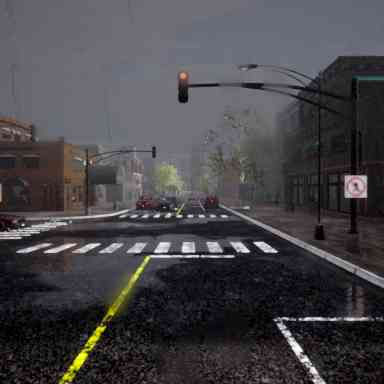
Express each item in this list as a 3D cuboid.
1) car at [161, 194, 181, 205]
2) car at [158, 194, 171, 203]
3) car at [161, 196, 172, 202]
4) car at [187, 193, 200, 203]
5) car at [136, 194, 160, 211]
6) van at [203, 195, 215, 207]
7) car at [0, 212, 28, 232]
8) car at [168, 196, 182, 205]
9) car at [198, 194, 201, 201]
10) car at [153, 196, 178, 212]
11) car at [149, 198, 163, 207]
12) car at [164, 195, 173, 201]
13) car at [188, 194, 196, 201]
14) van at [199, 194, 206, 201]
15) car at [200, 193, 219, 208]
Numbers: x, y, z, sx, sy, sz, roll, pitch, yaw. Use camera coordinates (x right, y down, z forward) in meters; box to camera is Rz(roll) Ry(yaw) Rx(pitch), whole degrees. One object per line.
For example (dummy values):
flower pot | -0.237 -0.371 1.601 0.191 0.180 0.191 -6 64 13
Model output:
car | -3.056 1.467 48.697 1.882 1.535 5.008 0 0 0
car | -5.678 1.299 69.165 2.192 1.841 5.009 -1 0 0
car | -5.675 1.548 74.709 1.947 1.339 4.313 -1 0 0
car | 0.015 1.476 67.431 2.128 1.511 4.902 0 0 0
car | -5.684 1.306 41.445 2.192 1.841 5.009 -1 0 0
van | 2.699 1.329 52.531 1.690 1.788 3.998 -1 0 0
car | -13.251 1.724 20.709 5.357 1.411 2.033 -1 1 -4
car | -2.989 1.478 58.827 2.128 1.511 4.902 0 0 0
car | 2.703 1.536 63.619 2.008 1.369 4.403 -1 0 0
car | -3.085 1.556 38.897 1.994 1.385 4.181 0 0 0
car | -5.680 1.570 52.533 1.802 1.307 4.206 -1 0 0
car | -5.674 1.525 80.253 1.887 1.381 4.507 -1 0 0
car | 0.018 1.356 77.847 1.882 1.535 5.008 0 0 0
van | 2.706 1.320 85.795 1.690 1.788 3.998 -1 0 0
car | 2.697 1.305 46.987 2.192 1.841 5.009 -1 0 0
